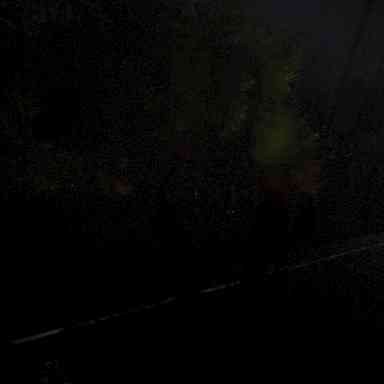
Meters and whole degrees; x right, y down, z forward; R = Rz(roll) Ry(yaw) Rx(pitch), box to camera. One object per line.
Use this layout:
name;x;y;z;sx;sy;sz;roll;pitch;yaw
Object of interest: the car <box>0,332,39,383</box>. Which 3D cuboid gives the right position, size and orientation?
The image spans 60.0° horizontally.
car;-3.488;1.446;1.290;5.357;1.411;2.033;1;1;-43
